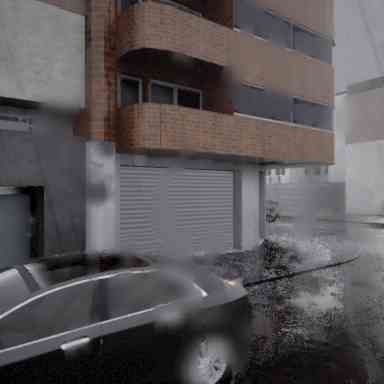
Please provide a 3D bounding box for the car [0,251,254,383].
[{"bbox_3d":[-1.463,1.505,3.584,4.892,1.490,1.837,0,0,-36],"label":"car"}]

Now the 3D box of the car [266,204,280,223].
[{"bbox_3d":[3.903,1.221,24.806,2.150,2.045,5.566,0,0,-36],"label":"car"}]
